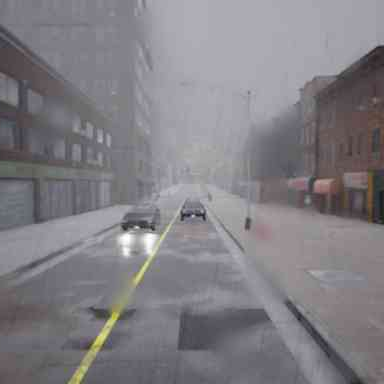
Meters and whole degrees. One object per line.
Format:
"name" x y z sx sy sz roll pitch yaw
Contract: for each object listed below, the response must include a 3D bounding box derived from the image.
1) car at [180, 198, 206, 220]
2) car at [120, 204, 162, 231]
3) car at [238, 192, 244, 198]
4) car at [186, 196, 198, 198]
"car" 0.090 1.408 25.943 1.895 1.301 4.718 0 1 0
"car" -2.825 1.417 19.747 2.033 1.411 5.357 0 0 0
"car" 12.698 0.464 72.696 5.009 1.841 2.192 1 1 0
"car" 0.085 1.182 42.736 1.994 1.385 4.181 0 1 0
